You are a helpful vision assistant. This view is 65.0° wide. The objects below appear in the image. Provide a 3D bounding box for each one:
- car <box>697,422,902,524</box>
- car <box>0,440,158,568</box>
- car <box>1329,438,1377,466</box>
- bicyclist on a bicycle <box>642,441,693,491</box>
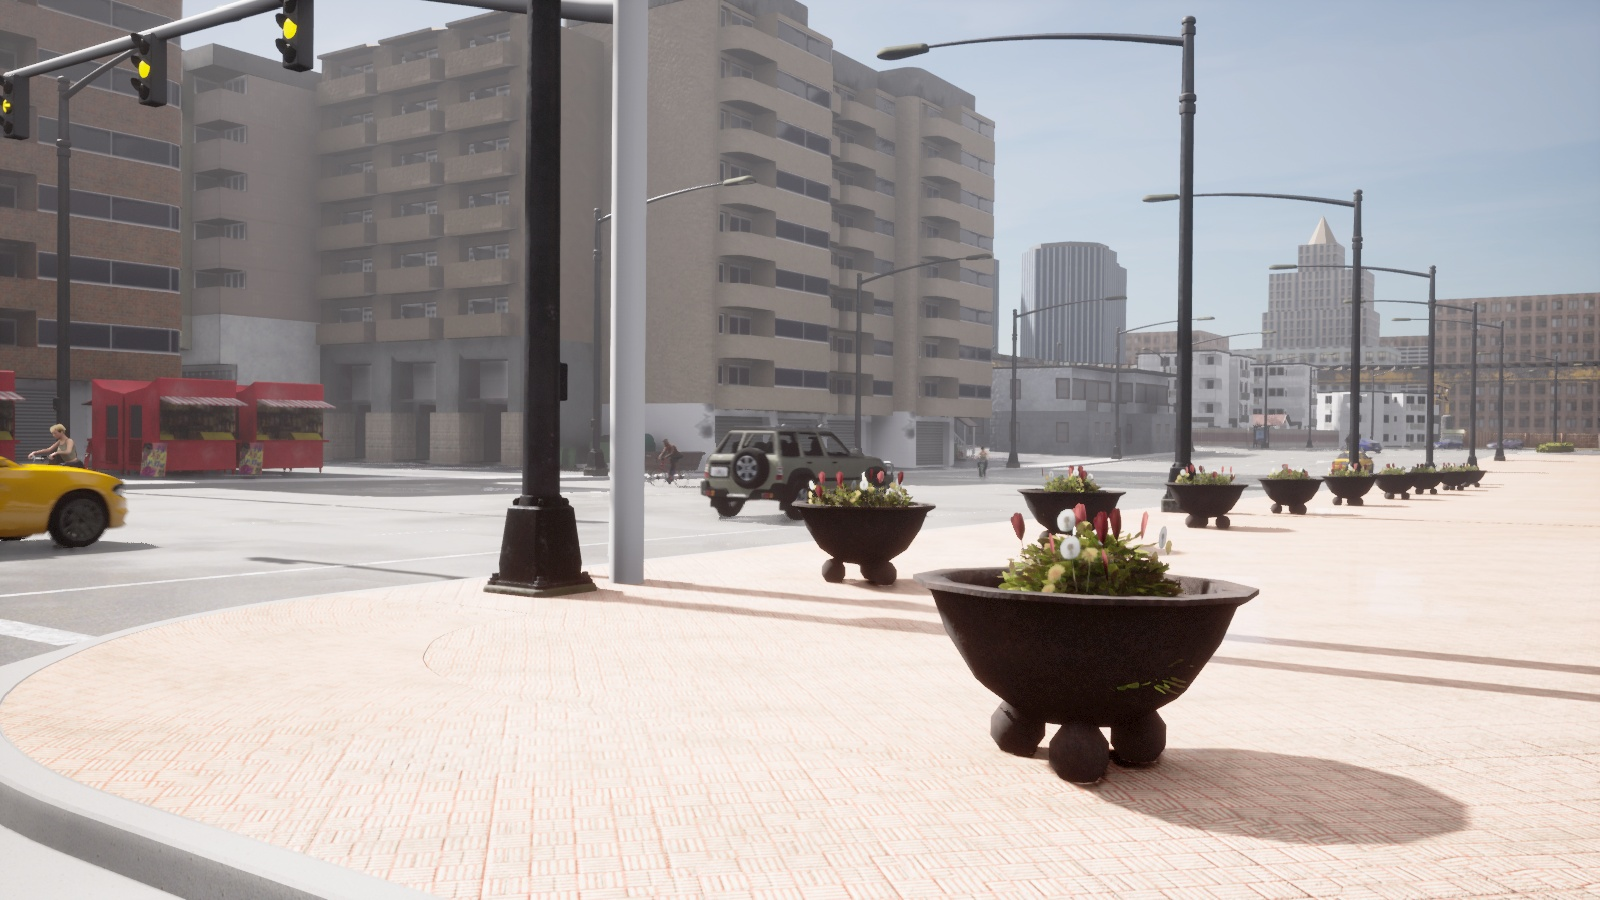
[{"bbox_3d":[0.105,0.409,25.254,1.932,1.855,4.605,0,0,33],"label":"car"},{"bbox_3d":[-10.697,0.653,15.117,1.882,1.535,5.008,0,0,33],"label":"car"},{"bbox_3d":[34.030,0.097,77.193,1.801,1.575,5.366,0,2,33],"label":"car"},{"bbox_3d":[-4.365,0.524,41.469,1.656,1.620,0.582,-1,0,-43],"label":"bicyclist on a bicycle"}]
